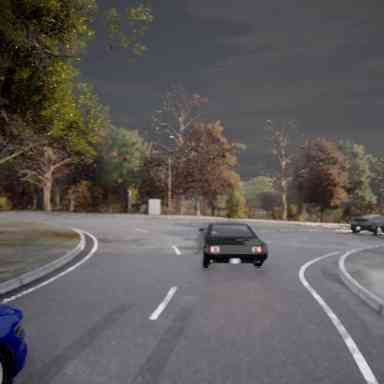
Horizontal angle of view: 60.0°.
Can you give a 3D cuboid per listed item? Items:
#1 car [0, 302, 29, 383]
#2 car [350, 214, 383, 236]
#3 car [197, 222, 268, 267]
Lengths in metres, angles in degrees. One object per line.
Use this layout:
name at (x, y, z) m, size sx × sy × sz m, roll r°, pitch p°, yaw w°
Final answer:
car at (-3.573, 1.455, 2.148) m, size 1.882 × 1.535 × 5.008 m, roll 0°, pitch 0°, yaw 26°
car at (13.877, 2.482, 24.914) m, size 4.892 × 1.490 × 1.837 m, roll 5°, pitch -3°, yaw -32°
car at (1.185, 1.695, 11.731) m, size 1.895 × 1.301 × 4.718 m, roll 1°, pitch 0°, yaw -1°
